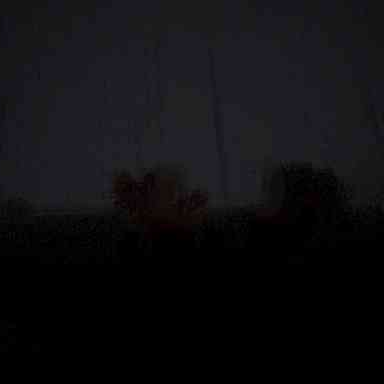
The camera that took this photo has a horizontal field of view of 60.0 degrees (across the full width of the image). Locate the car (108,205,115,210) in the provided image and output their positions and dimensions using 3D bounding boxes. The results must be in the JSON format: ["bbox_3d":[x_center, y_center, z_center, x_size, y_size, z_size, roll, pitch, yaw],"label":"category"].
[{"bbox_3d":[-12.483,2.540,59.951,2.033,1.411,5.357,-2,-2,36],"label":"car"}]
